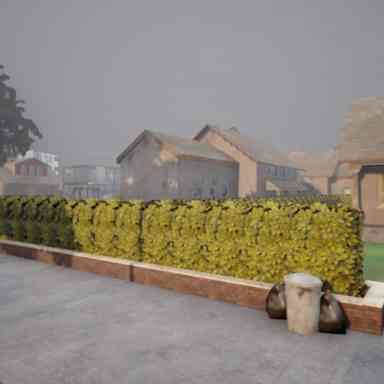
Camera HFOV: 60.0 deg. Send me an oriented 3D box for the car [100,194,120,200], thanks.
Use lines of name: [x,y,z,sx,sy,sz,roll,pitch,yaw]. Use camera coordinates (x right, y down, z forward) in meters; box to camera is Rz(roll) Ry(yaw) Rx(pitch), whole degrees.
car: [-10.312,1.219,43.370,2.150,2.045,5.566,0,0,36]
